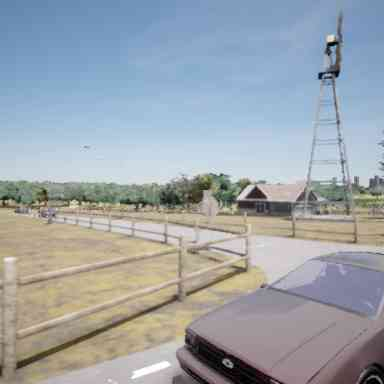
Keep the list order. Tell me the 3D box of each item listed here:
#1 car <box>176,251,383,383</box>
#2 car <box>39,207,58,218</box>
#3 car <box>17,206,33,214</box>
[{"bbox_3d":[2.445,1.621,4.703,5.357,1.411,2.033,2,-1,-36],"label":"car"},{"bbox_3d":[-20.924,2.920,48.333,2.128,1.511,4.902,1,-3,-35],"label":"car"},{"bbox_3d":[-39.088,4.330,78.489,2.097,1.767,4.553,1,-4,-36],"label":"car"}]
